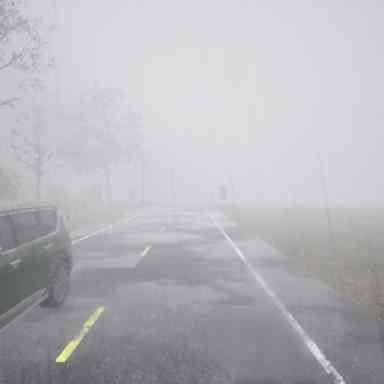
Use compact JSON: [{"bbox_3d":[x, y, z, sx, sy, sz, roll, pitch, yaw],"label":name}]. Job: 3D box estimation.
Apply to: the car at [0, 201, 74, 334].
[{"bbox_3d":[-3.600,1.217,4.942,2.150,2.045,5.566,0,0,0],"label":"car"}]
